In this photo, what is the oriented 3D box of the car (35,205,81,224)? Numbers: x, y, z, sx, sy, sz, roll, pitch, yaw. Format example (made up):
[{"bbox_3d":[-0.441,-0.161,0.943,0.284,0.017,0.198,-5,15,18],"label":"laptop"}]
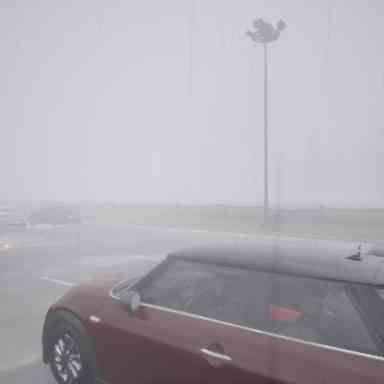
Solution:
[{"bbox_3d":[-9.914,1.631,23.951,4.181,1.385,1.994,0,0,35],"label":"car"}]

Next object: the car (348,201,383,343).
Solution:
[{"bbox_3d":[5.338,1.218,4.488,5.566,2.045,2.150,0,0,35],"label":"car"}]

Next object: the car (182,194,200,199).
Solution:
[{"bbox_3d":[-0.191,1.361,83.372,4.605,1.855,1.932,0,0,35],"label":"car"}]

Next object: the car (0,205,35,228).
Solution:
[{"bbox_3d":[-12.405,1.593,21.434,4.674,1.442,1.812,0,0,35],"label":"car"}]

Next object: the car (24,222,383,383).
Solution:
[{"bbox_3d":[0.325,1.357,3.761,4.553,1.767,2.097,0,0,35],"label":"car"}]
